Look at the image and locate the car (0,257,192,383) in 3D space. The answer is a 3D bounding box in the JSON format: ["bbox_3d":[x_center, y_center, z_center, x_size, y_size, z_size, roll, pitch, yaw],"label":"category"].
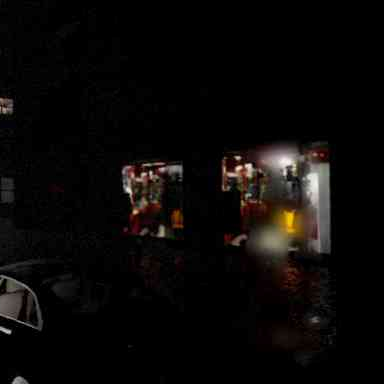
[{"bbox_3d":[-2.049,1.548,4.353,4.403,1.369,2.008,0,-1,36],"label":"car"}]
